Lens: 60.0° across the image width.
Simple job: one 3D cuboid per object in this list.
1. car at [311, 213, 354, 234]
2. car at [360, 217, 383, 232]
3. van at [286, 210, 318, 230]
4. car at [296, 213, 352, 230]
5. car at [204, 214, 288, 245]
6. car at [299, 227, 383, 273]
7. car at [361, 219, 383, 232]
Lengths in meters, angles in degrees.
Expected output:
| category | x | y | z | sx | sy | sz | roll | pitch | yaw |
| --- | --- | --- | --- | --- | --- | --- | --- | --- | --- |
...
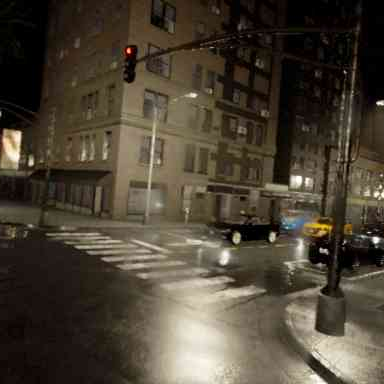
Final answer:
| category | x | y | z | sx | sy | sz | roll | pitch | yaw |
| --- | --- | --- | --- | --- | --- | --- | --- | --- | --- |
| car | 13.149 | 2.916 | 31.031 | 4.097 | 1.590 | 1.967 | 5 | -1 | -41 |
| car | 21.219 | 3.774 | 38.193 | 4.829 | 1.417 | 1.752 | 5 | -1 | -41 |
| van | 9.055 | 2.427 | 27.395 | 3.998 | 1.788 | 1.690 | 5 | -1 | -41 |
| car | 10.269 | 2.670 | 25.044 | 5.008 | 1.535 | 1.882 | 5 | 0 | -42 |
| car | 2.896 | 1.971 | 18.511 | 5.008 | 1.535 | 1.882 | 5 | 0 | -41 |
| car | 6.449 | 2.375 | 13.726 | 4.313 | 1.339 | 1.947 | 5 | -1 | -41 |
| car | 18.138 | 3.490 | 32.016 | 5.357 | 1.411 | 2.033 | 5 | 0 | -41 |
